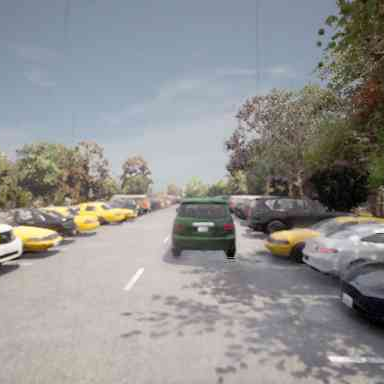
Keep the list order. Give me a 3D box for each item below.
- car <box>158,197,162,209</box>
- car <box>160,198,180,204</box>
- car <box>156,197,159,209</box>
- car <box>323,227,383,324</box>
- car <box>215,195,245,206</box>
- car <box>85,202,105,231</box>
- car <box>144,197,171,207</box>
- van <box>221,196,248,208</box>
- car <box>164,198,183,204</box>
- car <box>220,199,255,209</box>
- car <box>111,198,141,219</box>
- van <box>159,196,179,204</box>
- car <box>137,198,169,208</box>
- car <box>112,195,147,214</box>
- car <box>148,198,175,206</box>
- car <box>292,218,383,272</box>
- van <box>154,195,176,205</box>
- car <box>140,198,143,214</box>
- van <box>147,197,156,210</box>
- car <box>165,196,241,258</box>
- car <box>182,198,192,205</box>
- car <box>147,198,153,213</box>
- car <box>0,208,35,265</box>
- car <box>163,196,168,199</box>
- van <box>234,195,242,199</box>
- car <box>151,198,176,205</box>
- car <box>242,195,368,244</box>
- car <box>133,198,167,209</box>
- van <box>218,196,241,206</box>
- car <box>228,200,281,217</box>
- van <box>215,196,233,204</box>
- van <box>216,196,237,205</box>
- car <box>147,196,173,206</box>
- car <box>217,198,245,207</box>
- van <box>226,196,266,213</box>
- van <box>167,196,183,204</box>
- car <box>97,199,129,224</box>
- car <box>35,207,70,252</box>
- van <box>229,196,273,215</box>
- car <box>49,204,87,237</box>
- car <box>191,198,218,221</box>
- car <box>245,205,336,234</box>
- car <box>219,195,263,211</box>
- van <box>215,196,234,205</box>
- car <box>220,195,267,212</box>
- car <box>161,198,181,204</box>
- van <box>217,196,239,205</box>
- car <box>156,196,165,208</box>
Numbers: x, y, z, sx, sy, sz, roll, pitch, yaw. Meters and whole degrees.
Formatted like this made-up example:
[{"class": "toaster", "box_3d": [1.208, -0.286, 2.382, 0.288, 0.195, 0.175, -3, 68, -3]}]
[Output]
[{"class": "car", "box_3d": [-6.630, 1.684, 42.402, 4.792, 1.488, 2.163, 0, -1, 2]}, {"class": "car", "box_3d": [-5.241, 2.221, 81.219, 4.674, 1.452, 2.002, 0, -2, 2]}, {"class": "car", "box_3d": [-6.727, 1.655, 39.628, 4.792, 1.488, 2.163, 0, -1, 2]}, {"class": "car", "box_3d": [5.180, 1.542, 5.881, 4.792, 1.488, 2.163, 0, 0, 2]}, {"class": "car", "box_3d": [7.220, 1.691, 64.134, 5.566, 2.045, 2.435, 0, -1, 2]}, {"class": "car", "box_3d": [-7.659, 1.474, 17.449, 5.366, 1.575, 1.946, 0, 0, 2]}, {"class": "car", "box_3d": [-6.049, 1.704, 59.050, 4.553, 1.767, 2.185, 0, -1, 2]}, {"class": "van", "box_3d": [7.074, 1.630, 55.824, 4.442, 1.987, 1.878, 0, -1, 2]}, {"class": "car", "box_3d": [-4.948, 2.402, 89.540, 5.008, 1.535, 2.097, 0, -2, 2]}, {"class": "car", "box_3d": [6.753, 1.796, 50.165, 5.008, 1.535, 2.097, 0, -1, 2]}, {"class": "car", "box_3d": [-6.997, 1.499, 25.757, 5.366, 1.575, 1.946, 0, 0, 2]}, {"class": "van", "box_3d": [-5.456, 1.881, 78.457, 4.442, 1.987, 1.878, 0, -2, 2]}, {"class": "car", "box_3d": [-6.219, 1.772, 53.499, 4.892, 1.521, 2.231, 0, -1, 2]}, {"class": "car", "box_3d": [-6.957, 1.415, 31.306, 4.553, 1.767, 2.185, 0, 0, 2]}, {"class": "car", "box_3d": [-5.830, 1.887, 64.596, 5.008, 1.535, 2.097, 0, -1, 2]}, {"class": "car", "box_3d": [5.303, 1.558, 8.648, 4.674, 1.452, 2.002, 0, 0, 2]}, {"class": "van", "box_3d": [-5.746, 1.719, 70.151, 4.442, 1.987, 1.878, 0, -1, 2]}, {"class": "car", "box_3d": [-7.092, 1.519, 28.529, 4.892, 1.521, 2.231, 0, 0, 2]}, {"class": "van", "box_3d": [-6.677, 1.371, 36.851, 4.442, 1.987, 1.878, 0, -1, 2]}, {"class": "car", "box_3d": [0.472, 1.247, 12.964, 2.150, 2.045, 5.566, 0, 0, 3]}, {"class": "car", "box_3d": [-1.039, 1.979, 71.534, 1.882, 1.535, 5.008, 0, -1, 2]}, {"class": "car", "box_3d": [-6.862, 1.597, 34.076, 4.792, 1.488, 2.163, 0, -1, 2]}, {"class": "car", "box_3d": [-7.736, 1.212, 9.118, 5.566, 2.045, 2.435, 0, 0, 2]}, {"class": "car", "box_3d": [-6.592, 1.709, 47.957, 5.366, 1.575, 1.946, 0, -1, 2]}, {"class": "van", "box_3d": [5.973, 1.369, 30.776, 4.442, 1.987, 1.878, 0, 0, 2]}, {"class": "car", "box_3d": [-5.725, 1.957, 67.370, 4.674, 1.452, 2.002, 0, -1, 2]}, {"class": "car", "box_3d": [5.627, 1.282, 16.952, 5.566, 2.045, 2.435, 0, 0, 2]}, {"class": "car", "box_3d": [-6.303, 1.743, 50.724, 4.892, 1.521, 2.231, 0, -1, 2]}, {"class": "van", "box_3d": [7.462, 1.746, 66.898, 4.442, 1.987, 1.878, 0, -1, 2]}, {"class": "car", "box_3d": [6.183, 1.621, 33.554, 5.008, 1.535, 2.097, 0, -1, 2]}, {"class": "van", "box_3d": [8.037, 2.079, 83.363, 4.442, 1.987, 1.878, 0, -2, 2]}, {"class": "van", "box_3d": [7.423, 1.803, 72.450, 4.442, 1.987, 1.878, 0, -1, 2]}, {"class": "car", "box_3d": [-5.952, 1.733, 61.824, 4.553, 1.767, 2.185, 0, -1, 2]}, {"class": "car", "box_3d": [7.140, 1.912, 61.238, 5.008, 1.535, 2.097, 0, -1, 2]}, {"class": "van", "box_3d": [6.256, 1.453, 39.097, 4.442, 1.987, 1.878, 0, -1, 2]}, {"class": "van", "box_3d": [-4.738, 2.250, 92.316, 4.442, 1.987, 1.878, 0, -2, 2]}, {"class": "car", "box_3d": [-7.460, 1.487, 23.118, 5.366, 1.575, 1.946, 0, 0, 2]}, {"class": "car", "box_3d": [-7.483, 1.466, 11.887, 5.366, 1.575, 1.946, 0, 0, 2]}, {"class": "van", "box_3d": [6.392, 1.425, 36.320, 4.442, 1.987, 1.878, 0, -1, 2]}, {"class": "car", "box_3d": [-7.565, 1.474, 14.668, 4.892, 1.521, 2.231, 0, 0, 2]}, {"class": "car", "box_3d": [1.057, 1.425, 28.477, 2.097, 1.767, 4.553, 0, -1, 2]}, {"class": "car", "box_3d": [5.665, 1.567, 19.722, 4.792, 1.488, 2.163, 0, 0, 2]}, {"class": "car", "box_3d": [6.538, 1.486, 44.630, 5.566, 2.045, 2.435, 0, -1, 2]}, {"class": "van", "box_3d": [7.610, 1.931, 77.837, 4.442, 1.987, 1.878, 0, -2, 2]}, {"class": "car", "box_3d": [6.441, 1.457, 41.862, 5.566, 2.045, 2.435, 0, -1, 2]}, {"class": "car", "box_3d": [-5.177, 2.284, 83.995, 4.792, 1.488, 2.163, 0, -2, 2]}, {"class": "van", "box_3d": [7.554, 1.774, 69.541, 4.442, 1.987, 1.878, 0, -1, 2]}, {"class": "car", "box_3d": [-6.533, 1.713, 45.176, 4.792, 1.488, 2.163, 0, -1, 2]}]
